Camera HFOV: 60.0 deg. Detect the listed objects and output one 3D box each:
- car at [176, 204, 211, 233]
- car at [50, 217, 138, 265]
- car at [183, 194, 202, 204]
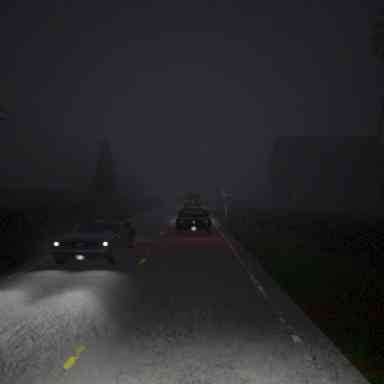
[{"bbox_3d":[0.084,1.598,19.507,1.895,1.301,4.718,0,0,0],"label":"car"},{"bbox_3d":[-3.235,1.600,11.870,1.895,1.301,4.718,0,0,1],"label":"car"},{"bbox_3d":[0.065,1.215,41.639,2.150,2.045,5.566,0,0,0],"label":"car"}]
